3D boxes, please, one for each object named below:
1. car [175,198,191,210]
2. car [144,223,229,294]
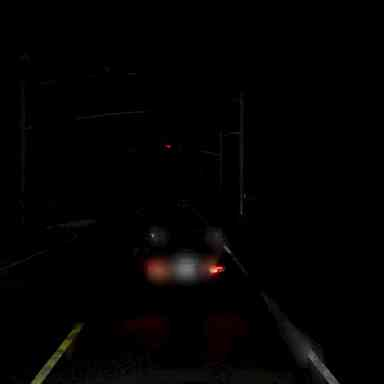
[{"bbox_3d":[-1.147,1.525,42.885,1.812,1.442,4.674,0,0,-2],"label":"car"},{"bbox_3d":[-0.167,1.547,8.918,2.033,1.411,5.357,0,0,-1],"label":"car"}]
